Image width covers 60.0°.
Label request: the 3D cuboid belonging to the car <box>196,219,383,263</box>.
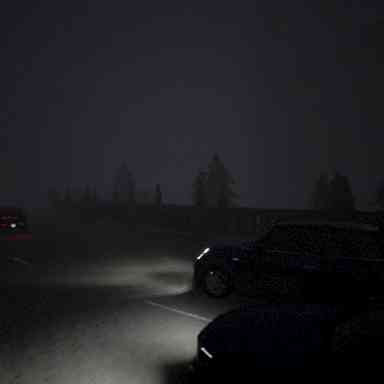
[{"bbox_3d":[2.236,1.382,6.924,4.553,1.767,2.097,0,0,37],"label":"car"}]

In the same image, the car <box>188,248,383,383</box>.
[{"bbox_3d":[2.151,1.537,2.590,4.674,1.442,1.812,0,0,35],"label":"car"}]

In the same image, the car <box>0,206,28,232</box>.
[{"bbox_3d":[-11.344,1.594,20.063,1.837,1.490,4.892,0,0,-40],"label":"car"}]
